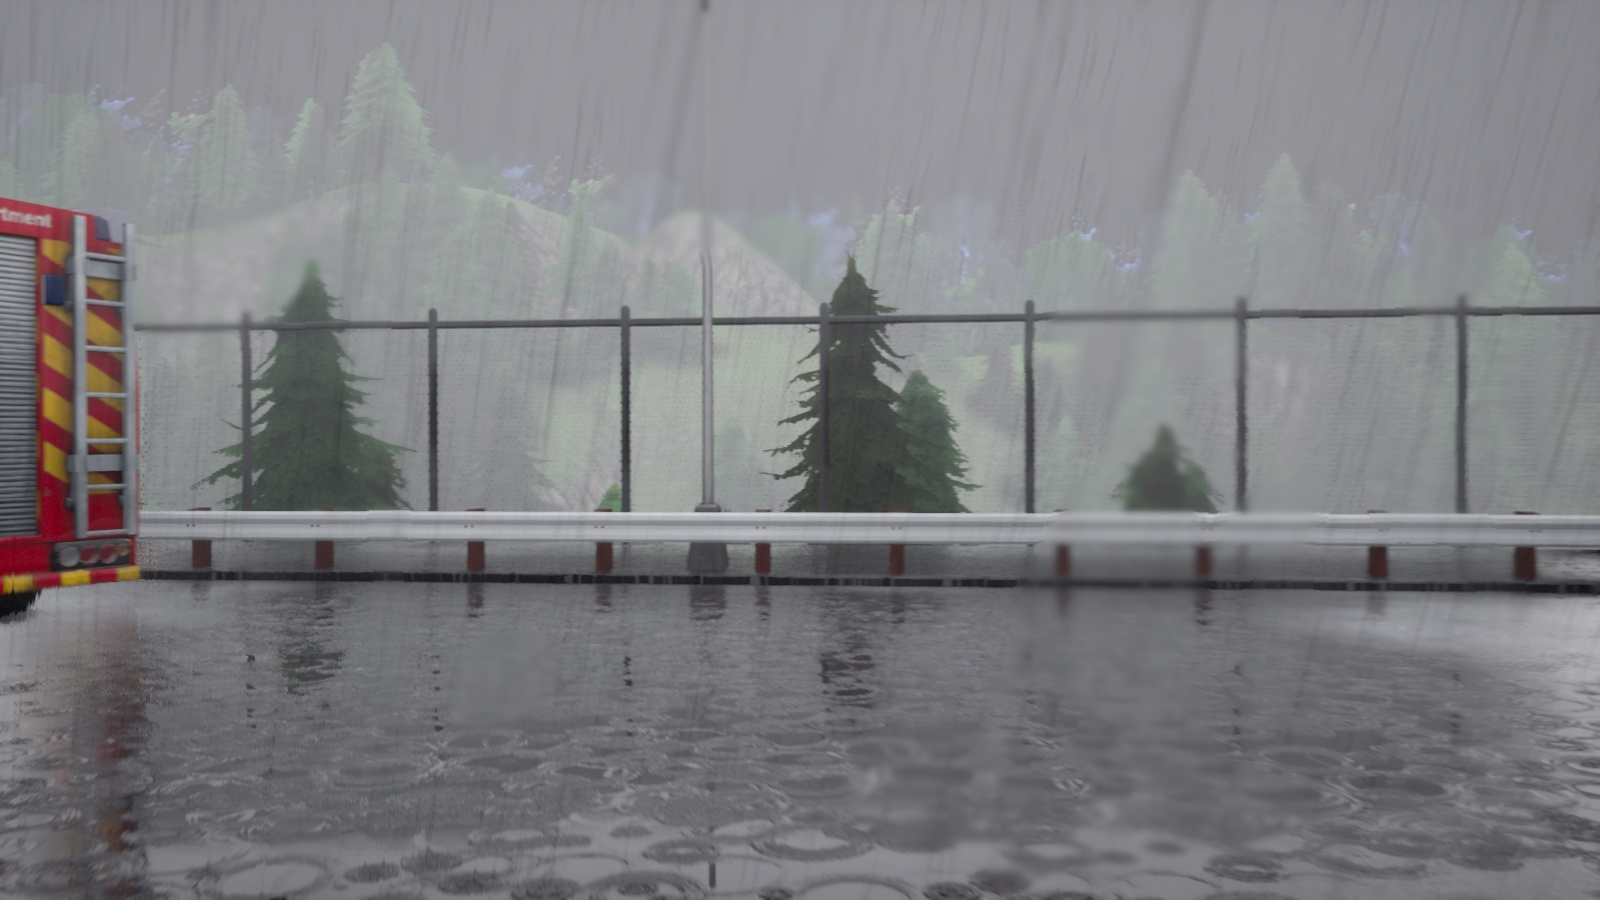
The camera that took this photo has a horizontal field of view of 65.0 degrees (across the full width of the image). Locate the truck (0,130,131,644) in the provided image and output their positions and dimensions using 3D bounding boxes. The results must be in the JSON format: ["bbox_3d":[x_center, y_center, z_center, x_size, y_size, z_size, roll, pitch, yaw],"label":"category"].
[{"bbox_3d":[-9.879,-0.473,10.982,8.468,3.827,2.891,0,0,28],"label":"truck"}]
